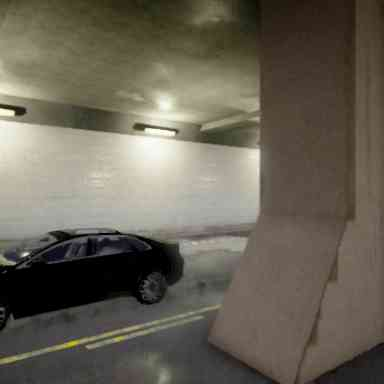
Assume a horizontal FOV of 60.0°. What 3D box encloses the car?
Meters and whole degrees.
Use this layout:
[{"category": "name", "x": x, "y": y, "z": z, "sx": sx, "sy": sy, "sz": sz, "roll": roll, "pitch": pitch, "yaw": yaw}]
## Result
[{"category": "car", "x": -2.427, "y": 1.498, "z": 6.560, "sx": 4.902, "sy": 1.511, "sz": 2.128, "roll": 0, "pitch": 0, "yaw": -36}]
